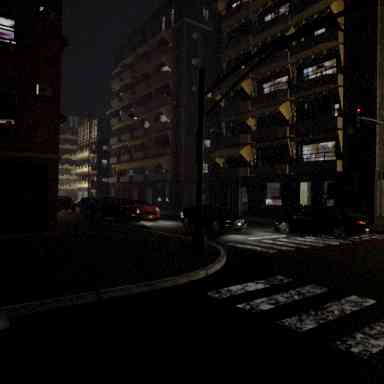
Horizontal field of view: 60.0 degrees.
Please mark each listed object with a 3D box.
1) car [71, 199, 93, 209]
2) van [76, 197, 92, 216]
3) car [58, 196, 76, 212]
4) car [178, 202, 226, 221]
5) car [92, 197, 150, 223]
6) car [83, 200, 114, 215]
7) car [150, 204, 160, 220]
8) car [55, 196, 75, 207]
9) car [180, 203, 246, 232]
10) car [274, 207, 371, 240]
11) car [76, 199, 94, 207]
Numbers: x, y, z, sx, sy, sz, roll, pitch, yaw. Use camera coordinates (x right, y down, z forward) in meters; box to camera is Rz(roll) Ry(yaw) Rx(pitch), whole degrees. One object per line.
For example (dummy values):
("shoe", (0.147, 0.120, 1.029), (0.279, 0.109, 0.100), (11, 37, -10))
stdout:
("car", (-16.738, 1.771, 50.608), (1.994, 1.385, 4.181), (1, -1, -35))
("van", (-8.774, 1.354, 29.980), (1.690, 1.788, 3.998), (1, -1, -35))
("car", (-15.214, 1.368, 39.083), (2.192, 1.841, 5.009), (1, -1, -35))
("car", (0.777, 1.686, 30.118), (1.752, 1.417, 4.829), (1, -1, -35))
("car", (-5.552, 1.310, 25.429), (2.192, 1.841, 5.009), (1, -1, -35))
("car", (-10.256, 1.650, 36.351), (1.994, 1.385, 4.181), (1, -1, -35))
("car", (-4.549, 1.404, 28.285), (2.097, 1.767, 4.553), (1, -1, -35))
("car", (-22.458, 1.599, 58.707), (2.097, 1.767, 4.553), (1, -1, -36))
("car", (1.179, 1.527, 20.239), (1.837, 1.490, 4.892), (1, -1, -36))
("car", (6.706, 1.576, 17.645), (4.892, 1.490, 1.837), (0, 2, 44))
("car", (-18.448, 1.867, 57.286), (1.802, 1.307, 4.206), (1, -1, -35))
